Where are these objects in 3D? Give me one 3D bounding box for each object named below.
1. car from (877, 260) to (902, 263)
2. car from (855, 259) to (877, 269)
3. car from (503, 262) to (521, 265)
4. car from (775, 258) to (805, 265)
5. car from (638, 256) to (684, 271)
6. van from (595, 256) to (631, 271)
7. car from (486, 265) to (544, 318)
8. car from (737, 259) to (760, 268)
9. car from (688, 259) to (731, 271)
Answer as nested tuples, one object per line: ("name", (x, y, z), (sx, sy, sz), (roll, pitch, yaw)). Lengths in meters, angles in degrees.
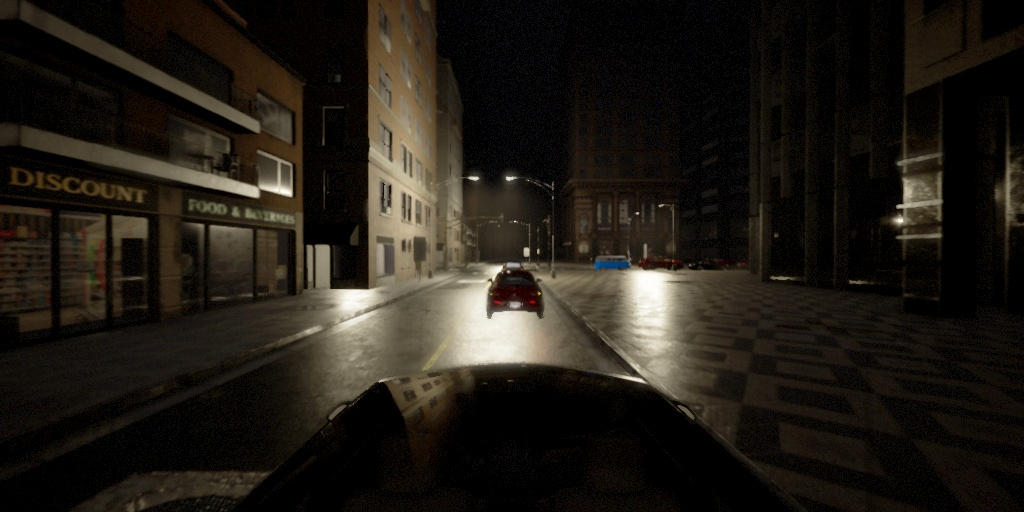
("car", (45.555, 1.115, 42.509), (4.207, 1.307, 1.802), (0, 0, -1))
("car", (39.915, 0.977, 42.421), (4.097, 1.591, 1.967), (0, 0, -1))
("car", (0.094, 1.163, 28.910), (1.994, 1.385, 4.181), (0, 0, 0))
("car", (39.807, 0.927, 50.946), (4.097, 1.591, 1.967), (0, 0, -1))
("car", (17.358, 0.867, 42.071), (5.009, 1.841, 2.192), (0, 0, -1))
("van", (11.717, 0.895, 41.984), (3.998, 1.789, 1.690), (0, 0, -1))
("car", (0.095, 1.221, 12.653), (1.812, 1.442, 4.674), (0, 1, 0))
("car", (34.168, 1.073, 50.859), (4.207, 1.307, 1.802), (0, 0, -1))
("car", (22.998, 1.115, 42.159), (4.313, 1.339, 1.948), (0, 0, -1))
